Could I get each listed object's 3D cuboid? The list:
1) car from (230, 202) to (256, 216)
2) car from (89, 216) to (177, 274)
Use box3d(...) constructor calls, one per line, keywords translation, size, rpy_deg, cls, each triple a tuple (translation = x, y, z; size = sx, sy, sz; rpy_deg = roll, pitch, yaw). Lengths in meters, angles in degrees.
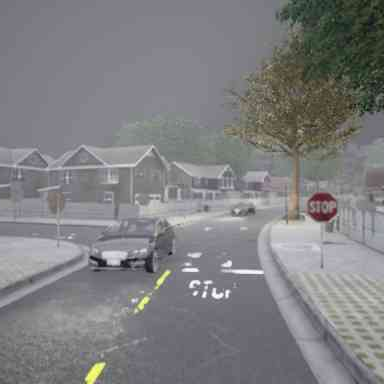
box3d(translation=(5.618, 1.800, 36.225), size=(2.128, 1.511, 4.902), rpy_deg=(0, 0, 25), cls="car")
box3d(translation=(-1.728, 1.588, 11.088), size=(2.128, 1.511, 4.902), rpy_deg=(0, -1, 7), cls="car")
